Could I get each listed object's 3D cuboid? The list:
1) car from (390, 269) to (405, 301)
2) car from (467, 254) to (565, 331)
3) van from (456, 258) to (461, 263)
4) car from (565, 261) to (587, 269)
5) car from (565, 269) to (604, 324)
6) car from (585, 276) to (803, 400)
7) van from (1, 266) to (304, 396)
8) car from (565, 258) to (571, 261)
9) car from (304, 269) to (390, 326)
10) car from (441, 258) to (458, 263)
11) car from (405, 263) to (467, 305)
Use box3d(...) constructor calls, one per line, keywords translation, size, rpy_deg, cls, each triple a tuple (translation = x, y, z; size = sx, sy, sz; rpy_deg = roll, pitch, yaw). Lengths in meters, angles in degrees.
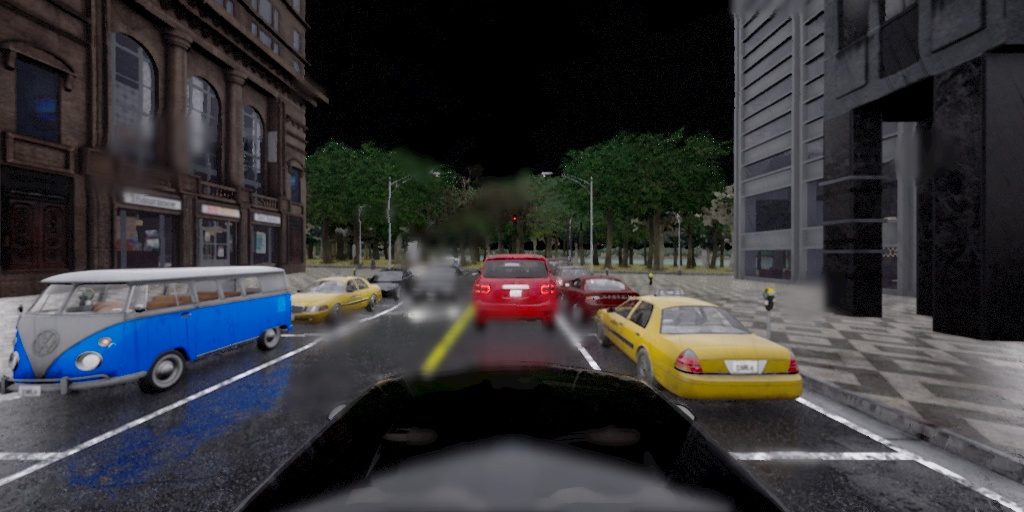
box3d(translation=(-5.762, 1.312, 17.258), size=(1.948, 1.339, 4.313), rpy_deg=(0, 0, 0), cls="car")
box3d(translation=(0.104, 0.969, 11.077), size=(2.150, 2.045, 5.566), rpy_deg=(0, 0, 0), cls="car")
box3d(translation=(-5.760, 1.086, 33.571), size=(1.690, 1.789, 3.998), rpy_deg=(0, 0, 0), cls="van")
box3d(translation=(2.764, 1.186, 17.257), size=(1.967, 1.591, 4.097), rpy_deg=(0, 0, 0), cls="car")
box3d(translation=(2.763, 1.292, 11.820), size=(1.888, 1.381, 4.507), rpy_deg=(0, 0, 0), cls="car")
box3d(translation=(2.763, 1.274, 6.552), size=(1.751, 1.417, 4.829), rpy_deg=(0, 0, 0), cls="car")
box3d(translation=(-5.763, 1.089, 6.383), size=(1.690, 1.789, 3.998), rpy_deg=(0, 0, 0), cls="van")
box3d(translation=(2.764, 1.060, 22.695), size=(2.192, 1.841, 5.009), rpy_deg=(0, 0, 0), cls="car")
box3d(translation=(-5.762, 1.273, 11.651), size=(1.751, 1.417, 4.829), rpy_deg=(0, 0, 0), cls="car")
box3d(translation=(-5.761, 1.185, 28.133), size=(1.967, 1.591, 4.097), rpy_deg=(0, 0, 0), cls="car")
box3d(translation=(-3.090, 1.251, 16.153), size=(1.837, 1.490, 4.892), rpy_deg=(0, 0, 0), cls="car")
